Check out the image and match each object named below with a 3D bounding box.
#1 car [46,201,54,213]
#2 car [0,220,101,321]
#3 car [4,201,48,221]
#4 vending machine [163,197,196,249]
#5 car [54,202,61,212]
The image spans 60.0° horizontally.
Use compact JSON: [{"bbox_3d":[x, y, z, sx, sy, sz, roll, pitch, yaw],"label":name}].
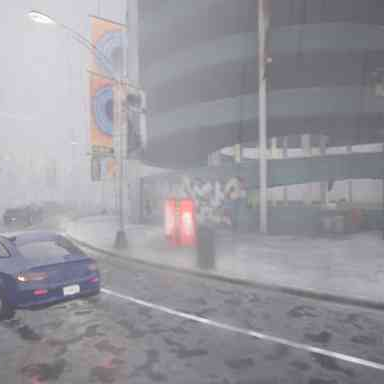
[{"bbox_3d":[-17.418,1.940,35.483,2.033,1.411,5.357,-1,0,7],"label":"car"},{"bbox_3d":[-3.822,1.605,7.512,4.674,1.442,1.812,-1,0,43],"label":"car"},{"bbox_3d":[-13.600,1.790,27.109,1.837,1.490,4.892,-1,0,-9],"label":"car"},{"bbox_3d":[-0.554,1.289,14.394,1.100,2.100,0.880,0,0,-40],"label":"vending machine"},{"bbox_3d":[-19.252,1.941,43.437,1.837,1.490,4.892,-1,-1,18],"label":"car"}]
